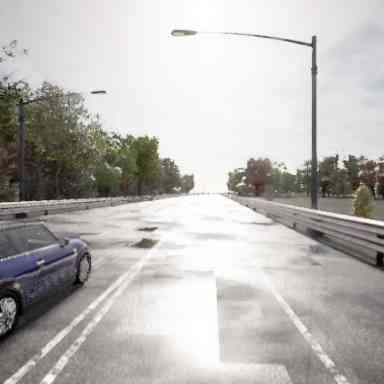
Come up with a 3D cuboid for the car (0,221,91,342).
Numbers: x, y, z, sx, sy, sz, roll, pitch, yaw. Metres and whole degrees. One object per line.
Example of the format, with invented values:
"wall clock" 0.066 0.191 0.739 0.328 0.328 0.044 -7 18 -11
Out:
"car" -3.712 1.344 6.657 2.097 1.767 4.553 0 0 4
